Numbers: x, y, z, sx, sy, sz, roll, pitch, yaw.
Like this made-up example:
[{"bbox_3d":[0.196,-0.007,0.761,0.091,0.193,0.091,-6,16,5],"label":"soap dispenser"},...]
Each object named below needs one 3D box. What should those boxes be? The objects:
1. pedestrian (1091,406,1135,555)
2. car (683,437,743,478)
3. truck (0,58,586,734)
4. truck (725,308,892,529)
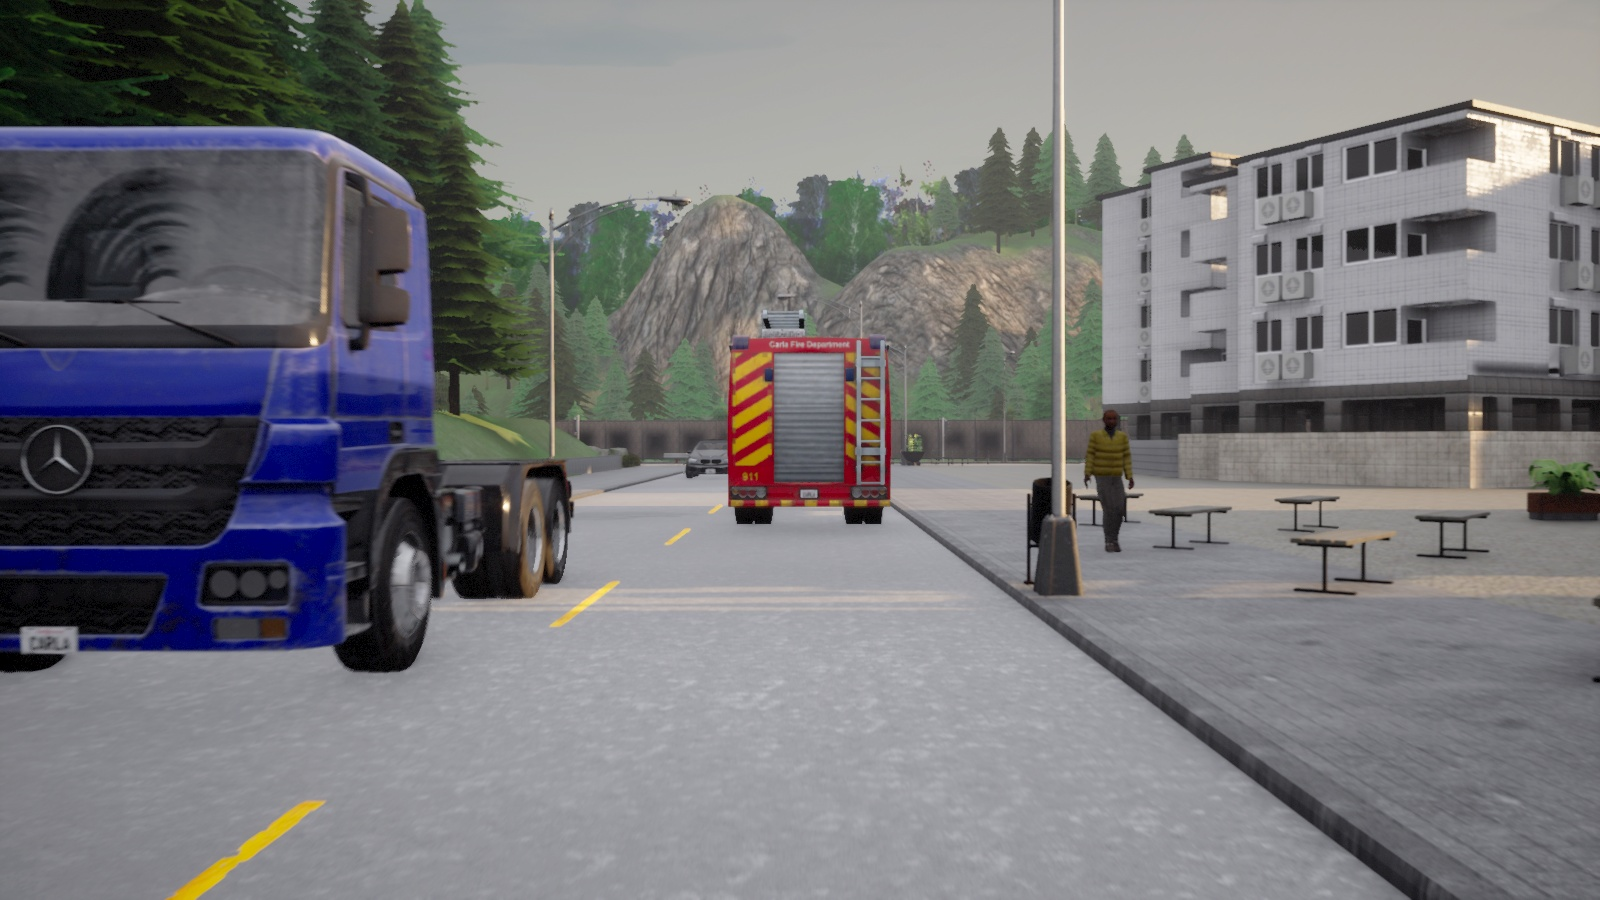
[{"bbox_3d":[3.919,0.371,15.769,0.370,1.835,0.726,0,0,0],"label":"pedestrian"},{"bbox_3d":[-3.667,0.285,53.688,2.242,1.667,4.611,0,0,0],"label":"car"},{"bbox_3d":[-3.920,-0.297,10.413,2.891,3.462,7.936,0,0,0],"label":"truck"},{"bbox_3d":[0.174,-0.564,25.996,2.891,3.827,8.468,0,0,0],"label":"truck"}]
